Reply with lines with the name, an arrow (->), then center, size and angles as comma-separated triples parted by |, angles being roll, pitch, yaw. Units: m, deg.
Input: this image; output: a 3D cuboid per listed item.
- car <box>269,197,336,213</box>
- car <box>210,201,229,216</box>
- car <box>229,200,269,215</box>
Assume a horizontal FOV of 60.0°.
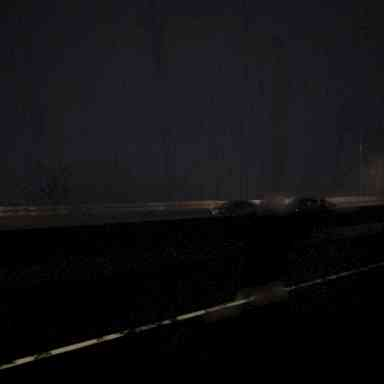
car -> 7.647, 1.089, 22.076 | 4.892, 1.490, 1.837 | 0, 0, -35
car -> 3.651, 1.398, 27.822 | 4.674, 1.442, 1.812 | 0, 0, -35
car -> 5.652, 1.485, 24.951 | 5.357, 1.411, 2.033 | 0, 0, -35
